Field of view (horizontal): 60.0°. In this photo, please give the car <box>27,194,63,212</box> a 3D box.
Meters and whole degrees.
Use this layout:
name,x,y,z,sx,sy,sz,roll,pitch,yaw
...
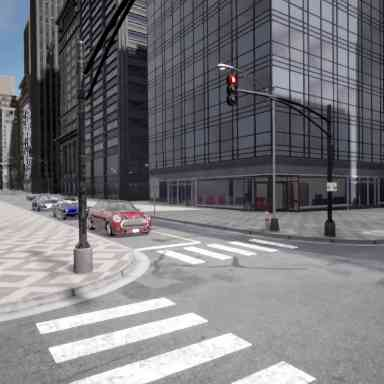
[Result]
name,x,y,z,sx,sy,sz,roll,pitch,yaw
car,-15.410,1.178,34.672,2.128,1.511,4.902,-1,1,-34

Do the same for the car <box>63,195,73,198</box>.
name,x,y,z,sx,sy,sz,roll,pitch,yaw
car,-15.668,1.100,40.735,1.837,1.490,4.892,-1,1,-34

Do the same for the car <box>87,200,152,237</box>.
name,x,y,z,sx,sy,sz,roll,pitch,yaw
car,-3.928,1.233,17.689,2.097,1.767,4.553,-1,1,-34

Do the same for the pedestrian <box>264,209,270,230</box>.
name,x,y,z,sx,sy,sz,roll,pitch,yaw
pedestrian,3.896,1.373,17.267,0.500,1.100,0.500,0,0,-34

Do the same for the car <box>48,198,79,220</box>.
name,x,y,z,sx,sy,sz,roll,pitch,yaw
car,-9.597,1.389,26.075,1.895,1.301,4.718,-1,1,-34
